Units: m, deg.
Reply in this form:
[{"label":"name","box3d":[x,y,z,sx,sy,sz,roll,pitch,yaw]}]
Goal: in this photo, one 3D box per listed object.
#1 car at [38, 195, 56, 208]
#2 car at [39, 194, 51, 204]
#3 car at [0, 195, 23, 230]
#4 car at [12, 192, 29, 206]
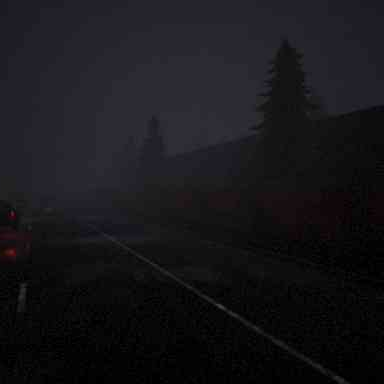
[{"label":"car","box3d":[-19.422,1.295,44.642,1.837,1.490,4.892,0,0,-25]},{"label":"car","box3d":[-25.119,1.208,56.965,1.882,1.535,5.008,0,0,-23]},{"label":"car","box3d":[-11.619,1.248,20.085,2.097,1.767,4.553,0,0,-25]},{"label":"car","box3d":[-24.789,0.979,47.785,2.150,2.045,5.566,0,0,-25]}]
